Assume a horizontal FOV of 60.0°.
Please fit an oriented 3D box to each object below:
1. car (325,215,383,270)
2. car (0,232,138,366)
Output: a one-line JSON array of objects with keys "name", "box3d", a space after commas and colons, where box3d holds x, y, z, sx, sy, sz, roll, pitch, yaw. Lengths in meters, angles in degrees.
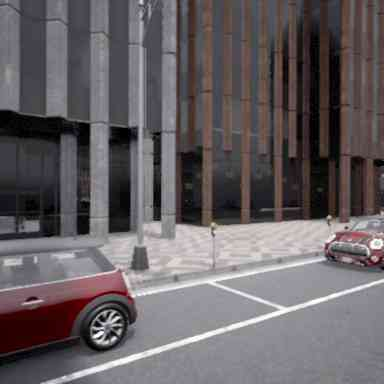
[{"name": "car", "box3d": [6.257, 1.516, 11.119, 4.097, 1.590, 1.967, 0, 0, -36]}, {"name": "car", "box3d": [-2.919, 1.441, 4.570, 4.097, 1.590, 1.967, 0, 0, -36]}]
